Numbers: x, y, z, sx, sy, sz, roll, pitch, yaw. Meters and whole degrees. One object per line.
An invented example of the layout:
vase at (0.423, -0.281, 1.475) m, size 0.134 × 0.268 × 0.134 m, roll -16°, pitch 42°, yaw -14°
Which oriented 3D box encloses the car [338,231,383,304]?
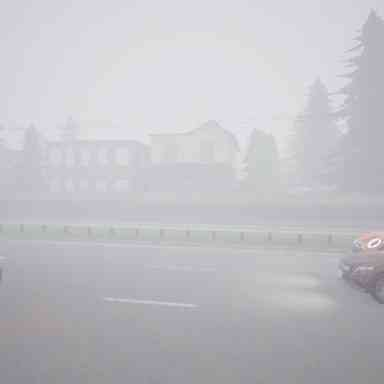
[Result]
car at (5.889, 1.737, 7.639) m, size 4.674 × 1.442 × 1.812 m, roll 1°, pitch -1°, yaw 11°

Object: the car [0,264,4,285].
car at (-6.221, 1.530, 6.518) m, size 4.892 × 1.490 × 1.837 m, roll 1°, pitch -1°, yaw 11°

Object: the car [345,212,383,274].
car at (7.715, 1.639, 10.843) m, size 4.553 × 1.767 × 2.097 m, roll 1°, pitch -1°, yaw 11°
